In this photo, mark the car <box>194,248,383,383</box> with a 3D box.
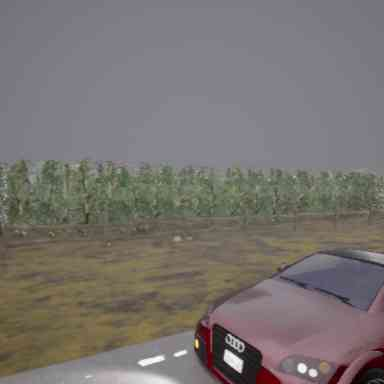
[{"bbox_3d":[2.127,1.502,4.327,4.181,1.385,1.994,0,1,-31],"label":"car"}]
